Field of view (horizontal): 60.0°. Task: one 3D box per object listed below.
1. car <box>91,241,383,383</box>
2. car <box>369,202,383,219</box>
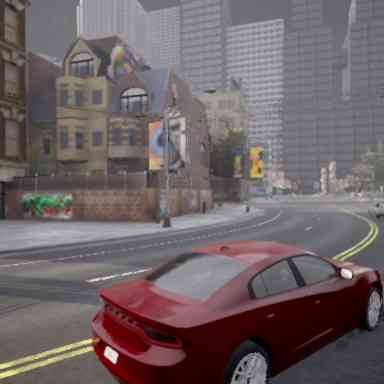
[{"bbox_3d":[1.072,1.481,4.976,5.008,1.535,1.882,0,0,-40],"label":"car"},{"bbox_3d":[16.284,1.515,28.120,1.895,1.301,4.718,-1,0,20],"label":"car"}]
